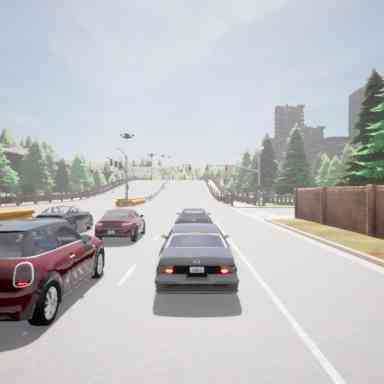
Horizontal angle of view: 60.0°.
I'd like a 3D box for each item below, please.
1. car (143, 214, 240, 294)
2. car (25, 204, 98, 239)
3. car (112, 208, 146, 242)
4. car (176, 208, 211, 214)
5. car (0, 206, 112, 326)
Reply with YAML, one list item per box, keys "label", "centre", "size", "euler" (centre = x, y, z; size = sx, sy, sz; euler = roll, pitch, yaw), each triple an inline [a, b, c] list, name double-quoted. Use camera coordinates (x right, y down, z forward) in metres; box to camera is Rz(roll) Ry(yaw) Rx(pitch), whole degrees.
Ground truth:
- label: "car"
  centre: [0.097, 1.547, 8.927]
  size: [2.033, 1.411, 5.357]
  euler: [0, 0, 0]
- label: "car"
  centre: [-6.906, 1.491, 18.317]
  size: [2.128, 1.511, 4.902]
  euler: [0, 0, 0]
- label: "car"
  centre: [-3.408, 1.526, 16.216]
  size: [1.812, 1.442, 4.674]
  euler: [0, 0, -1]
- label: "car"
  centre: [0.096, 1.564, 18.168]
  size: [1.994, 1.385, 4.181]
  euler: [0, 0, 0]
- label: "car"
  centre: [-3.403, 1.352, 7.222]
  size: [2.097, 1.767, 4.553]
  euler: [0, 0, 0]
